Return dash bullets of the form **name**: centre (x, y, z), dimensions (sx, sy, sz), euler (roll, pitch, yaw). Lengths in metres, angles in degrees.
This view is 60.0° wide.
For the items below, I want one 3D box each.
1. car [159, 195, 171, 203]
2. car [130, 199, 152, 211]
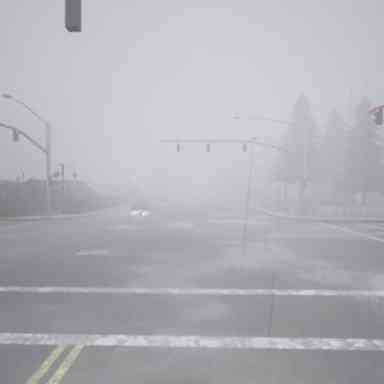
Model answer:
- **car**: centre (-5.221, 1.366, 64.587), dimensions (1.812, 1.442, 4.674), euler (0, 1, 1)
- **car**: centre (-5.891, 1.504, 38.730), dimensions (1.994, 1.385, 4.181), euler (0, 1, 1)
